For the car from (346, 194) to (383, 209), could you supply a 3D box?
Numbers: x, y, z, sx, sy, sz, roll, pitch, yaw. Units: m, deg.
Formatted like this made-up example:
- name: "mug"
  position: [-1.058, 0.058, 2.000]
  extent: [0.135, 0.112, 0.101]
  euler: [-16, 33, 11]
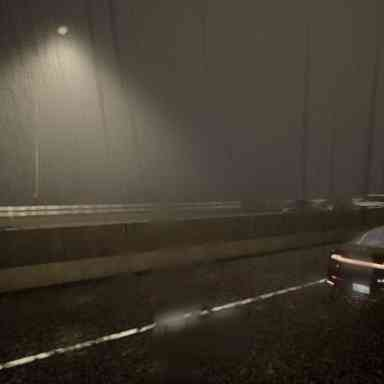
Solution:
- name: "car"
  position: [15.590, 1.166, 27.698]
  extent: [5.566, 2.045, 2.150]
  euler: [0, 0, -34]

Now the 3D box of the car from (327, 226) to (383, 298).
- name: "car"
  position: [4.948, 1.472, 7.240]
  extent: [4.902, 1.511, 2.128]
  euler: [0, 0, -35]

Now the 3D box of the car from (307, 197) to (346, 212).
- name: "car"
  position: [12.922, 1.298, 30.105]
  extent: [4.553, 1.767, 2.097]
  euler: [0, 0, -34]

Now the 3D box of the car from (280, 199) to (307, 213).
- name: "car"
  position: [10.741, 1.470, 32.855]
  extent: [4.674, 1.442, 1.812]
  euler: [0, 0, -34]
